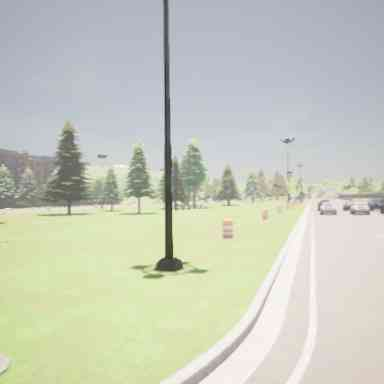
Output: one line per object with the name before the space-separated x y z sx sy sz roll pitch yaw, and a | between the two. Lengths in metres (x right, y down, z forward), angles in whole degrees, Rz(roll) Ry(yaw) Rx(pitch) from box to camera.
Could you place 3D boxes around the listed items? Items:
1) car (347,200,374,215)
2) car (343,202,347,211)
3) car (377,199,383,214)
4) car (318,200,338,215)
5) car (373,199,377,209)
car | 20.144 1.936 39.903 1.812 1.442 4.674 -1 -1 21
car | 23.514 2.126 49.322 1.895 1.301 4.718 -1 -1 20
car | 23.244 1.557 38.210 2.150 2.045 5.566 -1 -1 20
car | 16.853 2.005 41.091 1.812 1.442 4.674 -1 -1 21
car | 26.779 1.808 48.075 2.097 1.767 4.553 -1 -1 20
